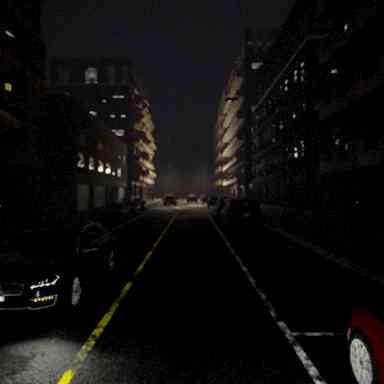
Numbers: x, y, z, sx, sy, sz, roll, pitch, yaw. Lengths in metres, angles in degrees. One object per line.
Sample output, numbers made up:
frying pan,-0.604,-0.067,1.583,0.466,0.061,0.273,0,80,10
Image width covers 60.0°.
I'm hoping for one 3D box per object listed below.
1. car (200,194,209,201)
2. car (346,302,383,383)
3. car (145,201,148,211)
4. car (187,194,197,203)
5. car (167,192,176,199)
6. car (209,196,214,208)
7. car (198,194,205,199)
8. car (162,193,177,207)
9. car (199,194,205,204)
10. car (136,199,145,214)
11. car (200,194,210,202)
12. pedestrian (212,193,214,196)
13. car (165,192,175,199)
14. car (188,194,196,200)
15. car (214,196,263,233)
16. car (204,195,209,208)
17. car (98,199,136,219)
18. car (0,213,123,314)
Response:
car,2.704,1.243,74.667,1.802,1.307,4.206,1,0,0
car,2.701,1.534,2.242,1.887,1.381,4.507,1,0,0
car,-5.678,1.418,35.709,1.802,1.307,4.206,1,0,0
car,0.031,1.319,61.775,1.895,1.301,4.718,0,0,1
car,-5.671,0.901,91.419,2.192,1.841,5.009,1,0,0
car,2.705,1.202,24.525,2.192,1.841,5.009,1,0,0
car,2.705,1.168,91.380,1.802,1.307,4.206,1,0,0
car,-3.085,1.311,46.856,1.812,1.442,4.674,0,0,0
car,2.703,1.286,57.953,2.008,1.369,4.403,1,0,0
car,-5.678,1.443,30.138,1.802,1.307,4.206,1,0,0
car,2.704,1.210,69.265,1.752,1.417,4.829,1,0,0
pedestrian,3.002,1.075,47.963,0.375,1.860,0.375,1,-1,-5
car,-5.671,0.925,85.847,2.192,1.841,5.009,1,0,0
car,0.004,1.119,81.417,2.033,1.411,5.357,0,0,0
car,2.705,1.227,18.954,2.192,1.841,5.009,1,0,0
car,3.002,1.300,45.005,1.837,1.490,4.892,0,0,0
car,-5.678,1.431,24.567,1.887,1.381,4.507,1,0,0
car,-3.100,1.469,7.772,1.837,1.490,4.892,0,0,0
